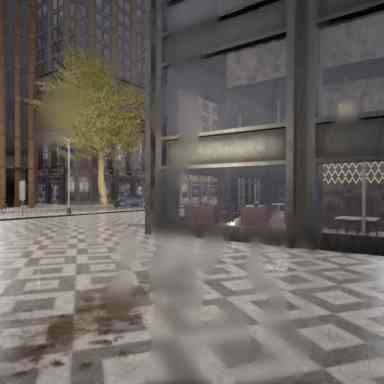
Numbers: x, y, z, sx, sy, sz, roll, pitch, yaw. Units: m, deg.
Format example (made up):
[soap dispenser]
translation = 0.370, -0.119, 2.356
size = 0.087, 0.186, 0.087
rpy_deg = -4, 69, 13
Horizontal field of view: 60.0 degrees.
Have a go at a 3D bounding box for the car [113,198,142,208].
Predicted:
[car]
translation = -8.790, 1.448, 45.797
size = 1.994, 1.385, 4.181
rpy_deg = 0, 0, 36
